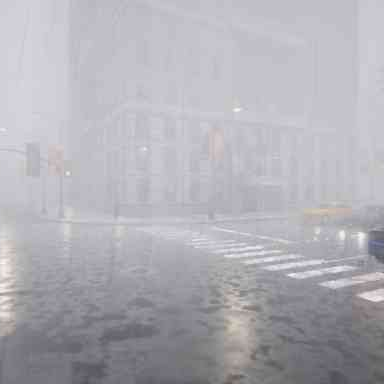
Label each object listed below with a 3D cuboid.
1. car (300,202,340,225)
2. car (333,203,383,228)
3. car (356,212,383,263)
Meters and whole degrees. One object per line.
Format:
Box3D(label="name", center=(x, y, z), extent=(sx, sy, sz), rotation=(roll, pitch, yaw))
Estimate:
Box3D(label="car", center=(9.988, 1.474, 23.999), extent=(5.008, 1.535, 1.882), rotation=(0, 0, -29))
Box3D(label="car", center=(11.683, 1.544, 20.941), extent=(5.357, 1.411, 2.033), rotation=(0, 0, -29))
Box3D(label="car", center=(7.731, 1.497, 10.575), extent=(5.008, 1.535, 1.882), rotation=(0, 0, -29))
